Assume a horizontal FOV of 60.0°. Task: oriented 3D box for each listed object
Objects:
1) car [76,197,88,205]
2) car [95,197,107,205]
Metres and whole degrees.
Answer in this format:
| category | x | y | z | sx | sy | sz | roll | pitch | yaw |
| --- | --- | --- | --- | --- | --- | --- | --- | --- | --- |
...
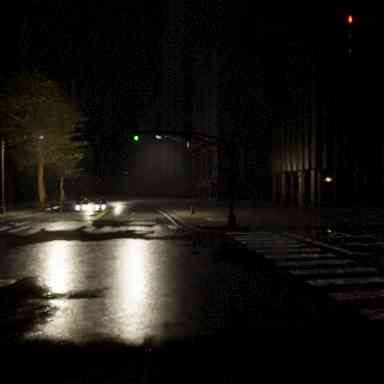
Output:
| category | x | y | z | sx | sy | sz | roll | pitch | yaw |
| --- | --- | --- | --- | --- | --- | --- | --- | --- | --- |
| car | -20.032 | 1.627 | 60.875 | 2.128 | 1.511 | 4.902 | 0 | 0 | -14 |
| car | -16.885 | 1.639 | 61.686 | 2.128 | 1.511 | 4.902 | 0 | 0 | -14 |
